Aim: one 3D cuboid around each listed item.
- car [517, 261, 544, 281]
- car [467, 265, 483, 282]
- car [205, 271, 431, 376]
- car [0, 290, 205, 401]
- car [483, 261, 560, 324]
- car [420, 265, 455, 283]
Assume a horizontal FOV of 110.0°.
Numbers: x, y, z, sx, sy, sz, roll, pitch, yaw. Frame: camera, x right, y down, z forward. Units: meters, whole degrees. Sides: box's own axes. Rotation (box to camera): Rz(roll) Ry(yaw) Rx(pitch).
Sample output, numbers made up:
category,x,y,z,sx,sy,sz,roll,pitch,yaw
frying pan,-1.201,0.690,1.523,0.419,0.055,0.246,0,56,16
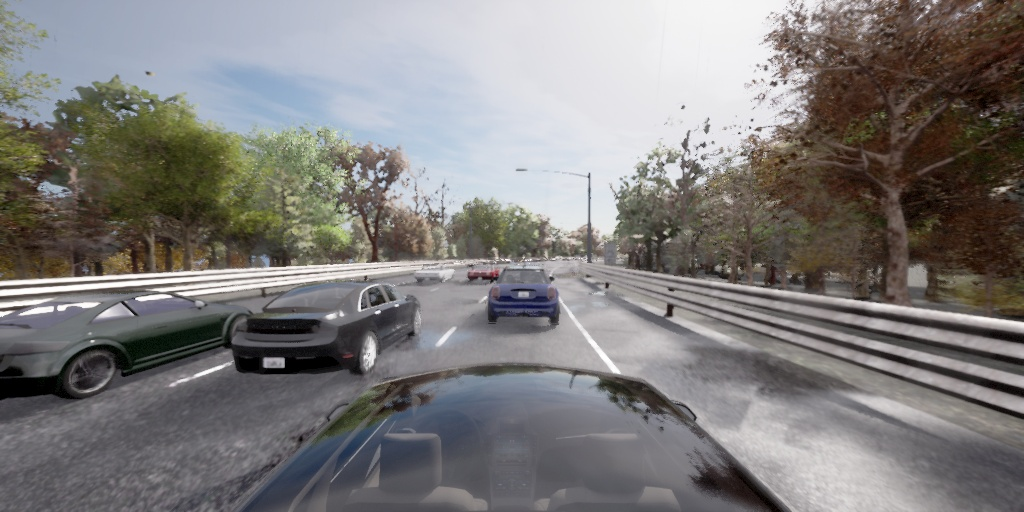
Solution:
category,x,y,z,sx,sy,sz,roll,pitch,yaw
car,1.733,1.213,31.235,2.128,1.511,4.902,0,0,5
car,-2.108,1.312,27.872,1.895,1.301,4.718,0,0,5
car,-3.265,1.242,7.417,1.837,1.490,4.892,0,0,1
car,-6.781,1.295,6.438,1.994,1.385,4.181,0,0,1
car,0.400,1.092,12.145,2.097,1.767,4.553,0,0,2
car,-5.695,1.299,27.039,1.895,1.301,4.718,0,0,5
